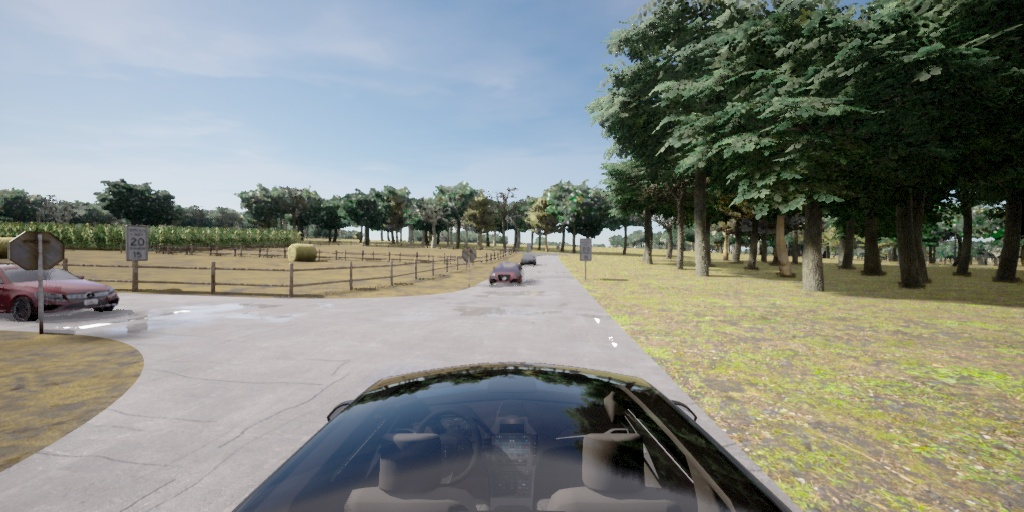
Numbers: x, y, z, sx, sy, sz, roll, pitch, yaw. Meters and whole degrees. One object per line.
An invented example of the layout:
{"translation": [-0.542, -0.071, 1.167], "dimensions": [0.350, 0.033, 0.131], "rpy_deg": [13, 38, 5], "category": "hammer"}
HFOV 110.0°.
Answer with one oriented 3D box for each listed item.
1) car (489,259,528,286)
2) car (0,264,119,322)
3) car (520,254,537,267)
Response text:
{"translation": [-0.263, 1.101, 23.209], "dimensions": [1.994, 1.385, 4.181], "rpy_deg": [0, 1, 6], "category": "car"}
{"translation": [-14.231, 0.988, 10.460], "dimensions": [4.674, 1.442, 1.812], "rpy_deg": [1, 1, 7], "category": "car"}
{"translation": [2.204, 0.530, 47.008], "dimensions": [1.882, 1.535, 5.008], "rpy_deg": [0, 2, 6], "category": "car"}
